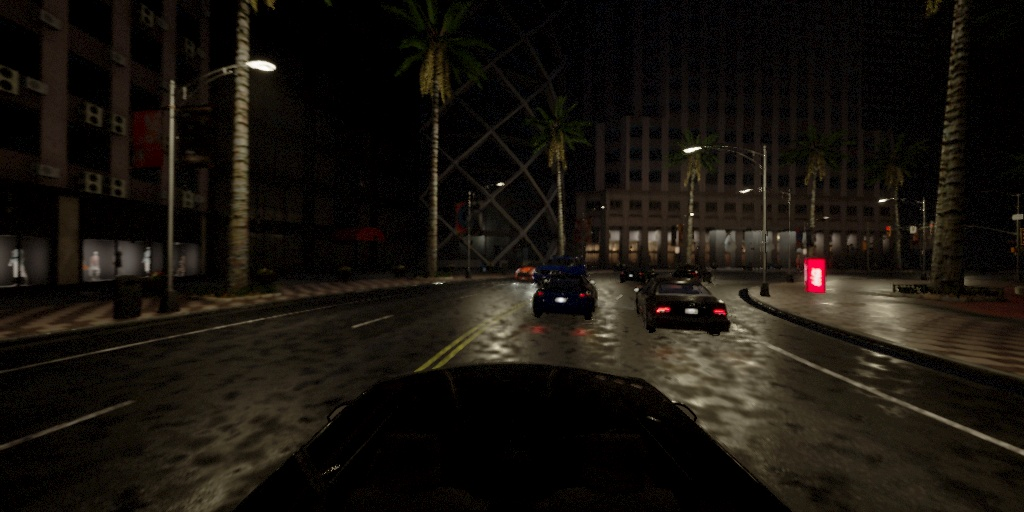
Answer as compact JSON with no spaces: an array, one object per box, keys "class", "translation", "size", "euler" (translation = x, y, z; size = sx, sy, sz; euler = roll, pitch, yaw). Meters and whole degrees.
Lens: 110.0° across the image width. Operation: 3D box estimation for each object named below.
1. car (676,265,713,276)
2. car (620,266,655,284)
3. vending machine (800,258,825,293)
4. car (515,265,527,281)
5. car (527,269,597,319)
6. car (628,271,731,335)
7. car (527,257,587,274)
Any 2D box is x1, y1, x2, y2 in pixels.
[{"class":"car","translation":[13.797,1.418,27.220],"size":[1.837,1.490,4.892],"euler":[-1,-1,43]},{"class":"car","translation":[10.166,1.454,28.315],"size":[1.994,1.385,4.181],"euler":[0,0,40]},{"class":"vending machine","translation":[17.183,1.117,20.310],"size":[1.100,2.100,0.880],"euler":[0,0,37]},{"class":"car","translation":[2.214,1.187,29.650],"size":[2.097,1.767,4.553],"euler":[0,0,37]},{"class":"car","translation":[2.059,1.357,13.169],"size":[1.994,1.385,4.181],"euler":[0,0,15]},{"class":"car","translation":[4.853,1.356,10.847],"size":[2.033,1.411,5.357],"euler":[0,0,15]},{"class":"car","translation":[3.592,1.057,25.724],"size":[2.150,2.045,5.566],"euler":[0,0,33]}]
